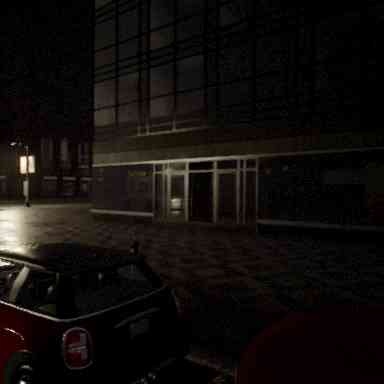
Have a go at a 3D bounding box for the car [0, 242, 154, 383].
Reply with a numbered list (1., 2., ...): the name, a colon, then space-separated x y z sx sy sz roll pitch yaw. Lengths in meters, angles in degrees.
1. car: -2.122 1.432 4.586 4.097 1.590 1.967 0 0 35

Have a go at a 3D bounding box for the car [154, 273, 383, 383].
1. car: 2.478 1.318 1.306 5.009 1.841 2.192 0 0 35
